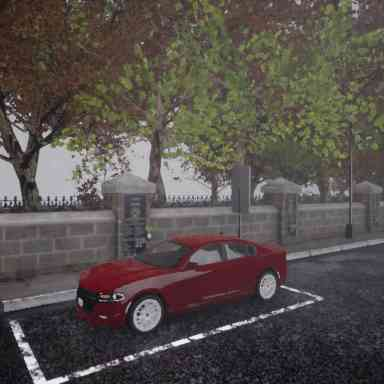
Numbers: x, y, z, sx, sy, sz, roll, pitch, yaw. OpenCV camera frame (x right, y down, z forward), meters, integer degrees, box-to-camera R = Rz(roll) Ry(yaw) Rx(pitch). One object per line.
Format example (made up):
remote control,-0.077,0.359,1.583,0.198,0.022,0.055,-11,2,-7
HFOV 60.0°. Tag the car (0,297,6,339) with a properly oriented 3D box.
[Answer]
car,-4.476,1.551,3.467,4.403,1.369,2.008,0,0,-35

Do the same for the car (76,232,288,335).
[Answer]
car,0.013,1.545,6.715,4.507,1.381,1.887,0,0,-35
